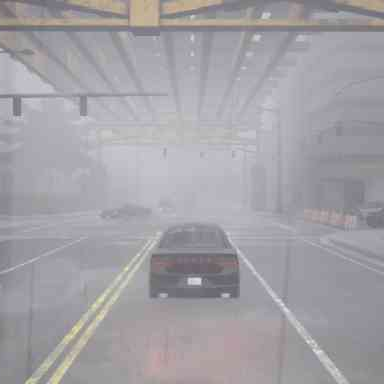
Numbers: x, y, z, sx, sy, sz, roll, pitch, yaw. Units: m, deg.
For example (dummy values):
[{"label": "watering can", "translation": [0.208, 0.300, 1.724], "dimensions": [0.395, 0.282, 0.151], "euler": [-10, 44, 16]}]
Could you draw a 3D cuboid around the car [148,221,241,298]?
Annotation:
[{"label": "car", "translation": [0.052, 1.478, 8.544], "dimensions": [1.882, 1.535, 5.008], "euler": [0, 0, 0]}]

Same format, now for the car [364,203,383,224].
[{"label": "car", "translation": [13.260, 1.295, 20.870], "dimensions": [4.536, 1.218, 1.853], "euler": [0, 0, -20]}]

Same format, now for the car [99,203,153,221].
[{"label": "car", "translation": [-5.323, 1.601, 27.279], "dimensions": [1.895, 1.301, 4.718], "euler": [0, 0, 29]}]

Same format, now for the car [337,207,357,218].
[{"label": "car", "translation": [13.575, 1.295, 24.990], "dimensions": [4.536, 1.218, 1.853], "euler": [0, 0, 25]}]

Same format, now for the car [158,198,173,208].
[{"label": "car", "translation": [-3.709, 1.547, 47.958], "dimensions": [2.033, 1.411, 5.357], "euler": [0, 0, 0]}]

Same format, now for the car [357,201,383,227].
[{"label": "car", "translation": [13.212, 1.453, 20.852], "dimensions": [4.974, 1.542, 2.038], "euler": [0, 0, -20]}]

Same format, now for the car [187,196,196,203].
[{"label": "car", "translation": [-0.063, 1.491, 66.351], "dimensions": [2.128, 1.511, 4.902], "euler": [0, 0, 0]}]

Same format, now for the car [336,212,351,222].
[{"label": "car", "translation": [13.528, 1.453, 25.011], "dimensions": [4.974, 1.542, 2.038], "euler": [0, 0, 25]}]
